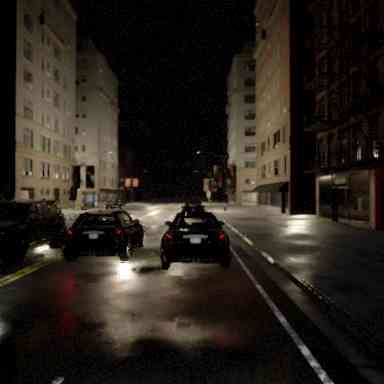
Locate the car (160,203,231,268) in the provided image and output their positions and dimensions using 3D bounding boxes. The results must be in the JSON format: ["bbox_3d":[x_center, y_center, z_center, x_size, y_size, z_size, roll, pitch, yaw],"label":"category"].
[{"bbox_3d":[0.104,1.449,11.750,2.097,1.767,4.553,0,0,0],"label":"car"}]

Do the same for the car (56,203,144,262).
[{"bbox_3d":[-3.148,1.457,12.738,2.097,1.767,4.553,0,0,0],"label":"car"}]

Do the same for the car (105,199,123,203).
[{"bbox_3d":[-9.748,1.658,41.827,1.837,1.490,4.892,0,-1,0],"label":"car"}]

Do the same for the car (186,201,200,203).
[{"bbox_3d":[0.102,1.598,29.692,2.097,1.767,4.553,0,0,0],"label":"car"}]

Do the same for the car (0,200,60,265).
[{"bbox_3d":[-6.599,1.323,12.368,2.150,2.045,5.566,0,0,0],"label":"car"}]
